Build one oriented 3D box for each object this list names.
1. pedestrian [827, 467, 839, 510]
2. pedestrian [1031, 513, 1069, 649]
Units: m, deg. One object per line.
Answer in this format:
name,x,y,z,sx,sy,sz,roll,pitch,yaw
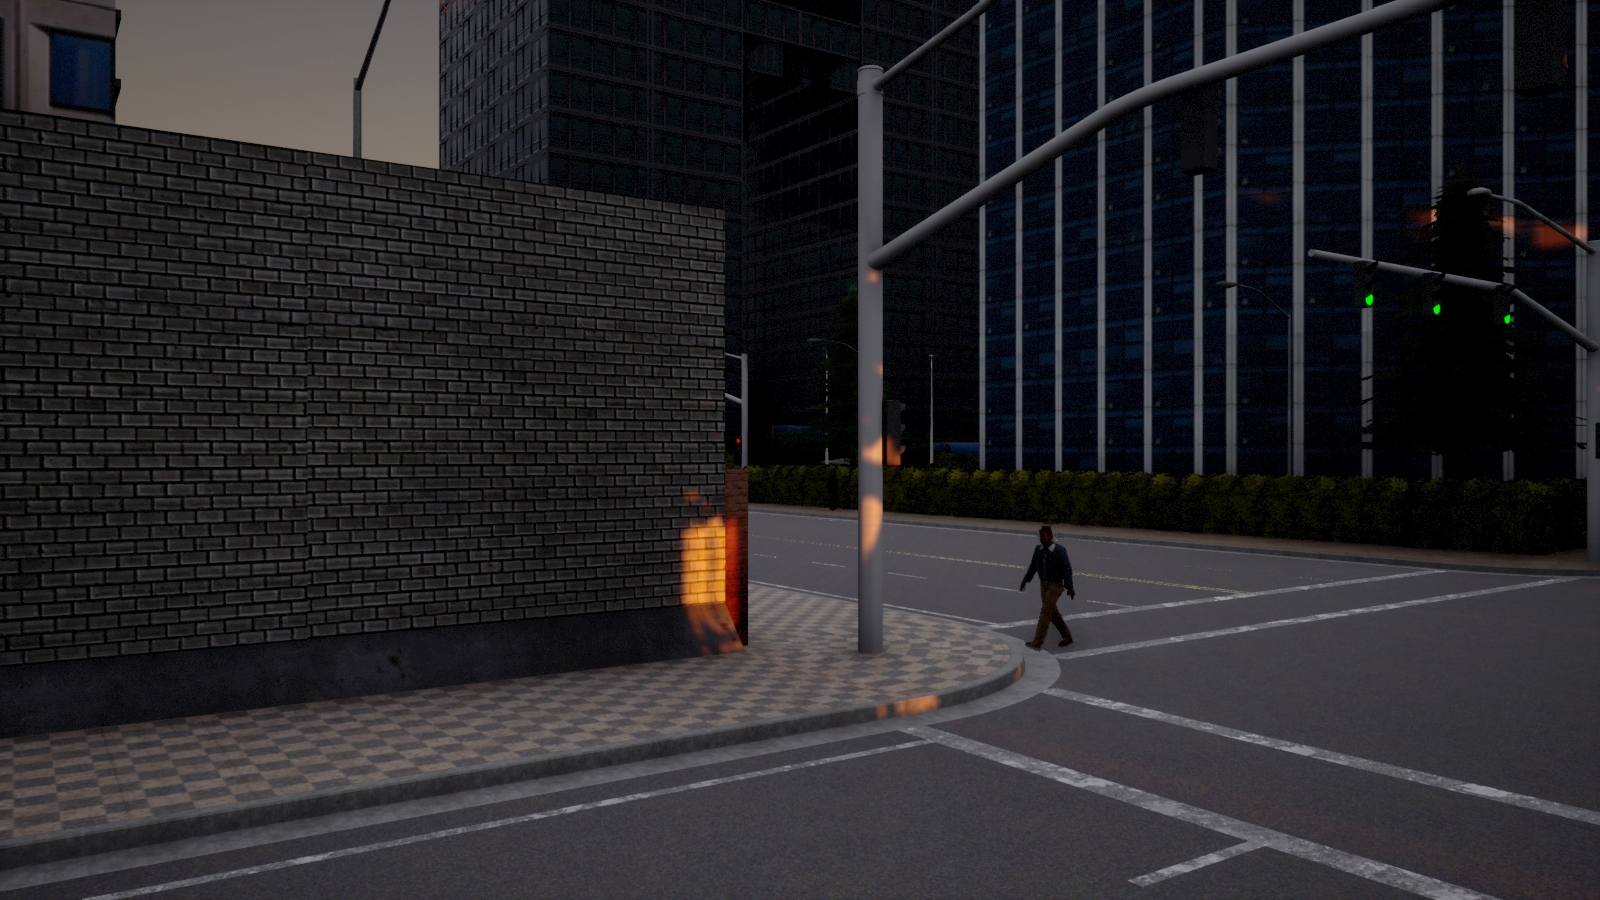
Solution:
pedestrian,1.429,1.698,49.940,0.375,1.860,0.375,0,0,-32
pedestrian,3.546,1.845,16.201,0.375,1.860,0.375,0,0,-35
